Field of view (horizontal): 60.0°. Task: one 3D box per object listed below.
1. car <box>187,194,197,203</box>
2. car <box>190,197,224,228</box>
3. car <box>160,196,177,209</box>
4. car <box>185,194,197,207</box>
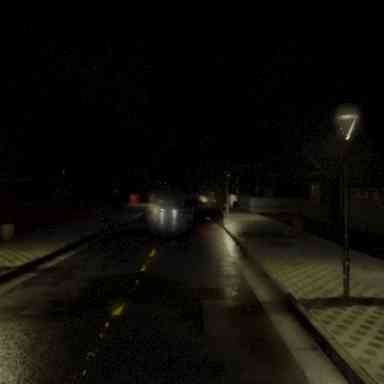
[{"bbox_3d":[-0.032,1.135,59.931,1.812,1.442,4.674,0,0,0],"label":"car"},{"bbox_3d":[0.951,1.350,21.396,1.882,1.535,5.008,0,0,0],"label":"car"},{"bbox_3d":[-2.865,1.268,41.354,1.812,1.442,4.674,0,0,0],"label":"car"},{"bbox_3d":[0.027,1.195,44.949,1.882,1.535,5.008,0,1,0],"label":"car"}]
